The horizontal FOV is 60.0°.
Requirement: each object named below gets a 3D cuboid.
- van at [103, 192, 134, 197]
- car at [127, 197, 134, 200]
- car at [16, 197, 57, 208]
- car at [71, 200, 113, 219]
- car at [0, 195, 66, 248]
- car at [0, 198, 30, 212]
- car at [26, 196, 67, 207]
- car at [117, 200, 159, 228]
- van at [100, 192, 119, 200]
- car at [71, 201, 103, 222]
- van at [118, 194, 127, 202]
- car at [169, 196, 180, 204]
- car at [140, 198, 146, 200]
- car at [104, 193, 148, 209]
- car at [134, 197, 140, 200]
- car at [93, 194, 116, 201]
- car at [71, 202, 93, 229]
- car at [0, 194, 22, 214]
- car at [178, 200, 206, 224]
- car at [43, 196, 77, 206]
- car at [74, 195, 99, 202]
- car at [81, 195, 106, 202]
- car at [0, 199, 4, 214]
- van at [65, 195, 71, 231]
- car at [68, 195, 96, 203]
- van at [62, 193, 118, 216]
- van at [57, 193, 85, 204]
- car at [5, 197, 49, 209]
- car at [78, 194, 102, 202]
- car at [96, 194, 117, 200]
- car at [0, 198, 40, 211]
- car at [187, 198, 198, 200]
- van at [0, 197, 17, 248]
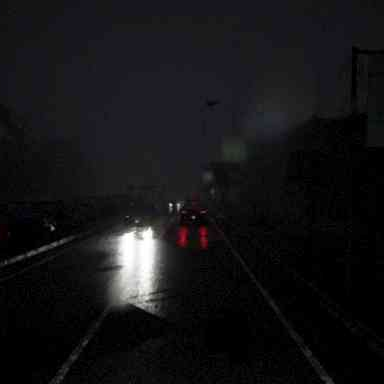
[{"bbox_3d":[-9.100,1.294,37.134,4.442,1.987,1.878,0,0,0],"label":"van"},{"bbox_3d":[-8.974,1.531,34.331,5.008,1.535,2.097,0,0,0],"label":"car"},{"bbox_3d":[-22.109,1.509,47.429,4.792,1.488,2.163,0,0,0],"label":"car"},{"bbox_3d":[-8.994,1.584,25.919,4.792,1.488,2.163,0,0,0],"label":"car"},{"bbox_3d":[-8.919,1.284,14.701,5.566,2.045,2.435,0,0,0],"label":"car"},{"bbox_3d":[-22.071,1.513,39.102,5.008,1.535,2.097,0,0,0],"label":"car"},{"bbox_3d":[-21.899,1.465,50.204,5.366,1.575,1.946,0,0,0],"label":"car"},{"bbox_3d":[-3.354,1.530,22.718,2.128,1.511,4.902,0,0,0],"label":"car"},{"bbox_3d":[-22.031,1.099,89.059,4.442,1.987,1.878,0,0,0],"label":"van"},{"bbox_3d":[-8.958,1.594,23.112,4.674,1.452,2.002,0,0,0],"label":"car"},{"bbox_3d":[-8.858,1.316,31.524,4.442,1.987,1.878,0,0,0],"label":"van"},{"bbox_3d":[-3.292,1.444,64.003,1.812,1.442,4.674,0,0,1],"label":"car"},{"bbox_3d":[-8.807,1.494,42.741,5.366,1.575,1.946,0,0,0],"label":"car"},{"bbox_3d":[-8.969,1.235,45.544,5.566,2.045,2.435,0,0,0],"label":"car"},{"bbox_3d":[-8.991,1.549,39.938,4.674,1.452,2.002,0,0,0],"label":"car"},{"bbox_3d":[-21.953,1.340,83.509,5.366,1.575,1.946,0,0,0],"label":"car"},{"bbox_3d":[-8.962,1.551,20.308,4.892,1.521,2.231,0,0,0],"label":"car"},{"bbox_3d":[-22.033,1.273,36.325,5.566,2.045,2.435,0,0,0],"label":"car"},{"bbox_3d":[0.098,1.563,25.185,1.812,1.442,4.674,0,0,0],"label":"car"},{"bbox_3d":[-22.064,1.475,55.756,4.792,1.488,2.163,0,0,0],"label":"car"},{"bbox_3d":[-22.114,1.431,69.634,4.674,1.452,2.002,0,0,0],"label":"car"},{"bbox_3d":[-22.131,1.371,75.185,5.008,1.535,2.097,0,0,0],"label":"car"},{"bbox_3d":[-22.051,1.536,33.552,4.892,1.521,2.231,0,0,0],"label":"car"},{"bbox_3d":[-9.068,1.320,17.501,4.442,1.987,1.878,0,0,0],"label":"van"},{"bbox_3d":[-22.107,1.402,66.858,5.008,1.535,2.097,0,0,0],"label":"car"},{"bbox_3d":[-9.086,1.322,28.722,4.442,1.987,1.878,0,0,0],"label":"van"},{"bbox_3d":[-22.219,1.198,61.305,4.442,1.987,1.878,0,0,0],"label":"van"},{"bbox_3d":[-22.082,1.492,44.654,4.892,1.521,2.231,0,0,0],"label":"car"},{"bbox_3d":[-22.152,1.255,72.408,4.553,1.767,2.185,0,0,0],"label":"car"},{"bbox_3d":[-22.173,1.363,86.286,4.792,1.488,2.163,0,0,0],"label":"car"},{"bbox_3d":[-22.076,1.502,41.878,5.008,1.535,2.097,0,0,0],"label":"car"},{"bbox_3d":[0.089,1.502,41.754,2.128,1.511,4.902,0,0,0],"label":"car"},{"bbox_3d":[-9.059,1.299,11.896,4.442,1.987,1.878,0,0,0],"label":"van"}]
